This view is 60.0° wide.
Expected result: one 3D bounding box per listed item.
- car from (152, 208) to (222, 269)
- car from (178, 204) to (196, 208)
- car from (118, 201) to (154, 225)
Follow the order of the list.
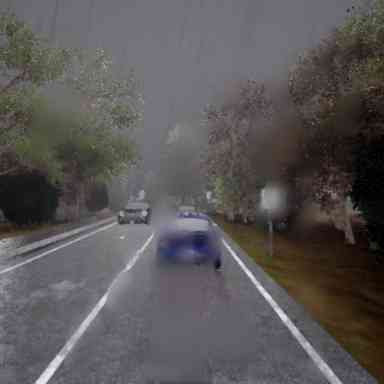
[{"bbox_3d":[-0.117,1.526,11.412,1.882,1.535,5.008,0,-1,-1],"label":"car"},{"bbox_3d":[-0.421,1.658,26.026,2.033,1.411,5.357,0,0,-1],"label":"car"},{"bbox_3d":[-4.075,1.456,24.669,2.097,1.767,4.553,0,0,-1],"label":"car"}]
